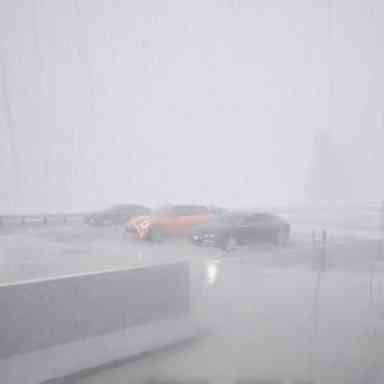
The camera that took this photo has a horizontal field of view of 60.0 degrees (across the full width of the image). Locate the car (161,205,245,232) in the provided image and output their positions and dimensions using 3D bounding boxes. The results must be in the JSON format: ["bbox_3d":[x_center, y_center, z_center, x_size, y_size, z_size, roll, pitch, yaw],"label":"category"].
[{"bbox_3d":[0.809,1.616,21.687,5.357,1.411,2.033,0,0,-35],"label":"car"}]

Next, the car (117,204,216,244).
[{"bbox_3d":[-0.945,1.395,16.178,4.553,1.767,2.097,0,0,-35],"label":"car"}]

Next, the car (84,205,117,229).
[{"bbox_3d":[-4.623,1.553,22.152,4.892,1.490,1.837,1,-1,-35],"label":"car"}]

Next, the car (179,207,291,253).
[{"bbox_3d":[2.131,1.558,14.067,4.892,1.490,1.837,1,-1,-35],"label":"car"}]

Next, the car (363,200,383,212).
[{"bbox_3d":[23.753,1.755,42.405,4.674,1.442,1.812,0,0,-35],"label":"car"}]
